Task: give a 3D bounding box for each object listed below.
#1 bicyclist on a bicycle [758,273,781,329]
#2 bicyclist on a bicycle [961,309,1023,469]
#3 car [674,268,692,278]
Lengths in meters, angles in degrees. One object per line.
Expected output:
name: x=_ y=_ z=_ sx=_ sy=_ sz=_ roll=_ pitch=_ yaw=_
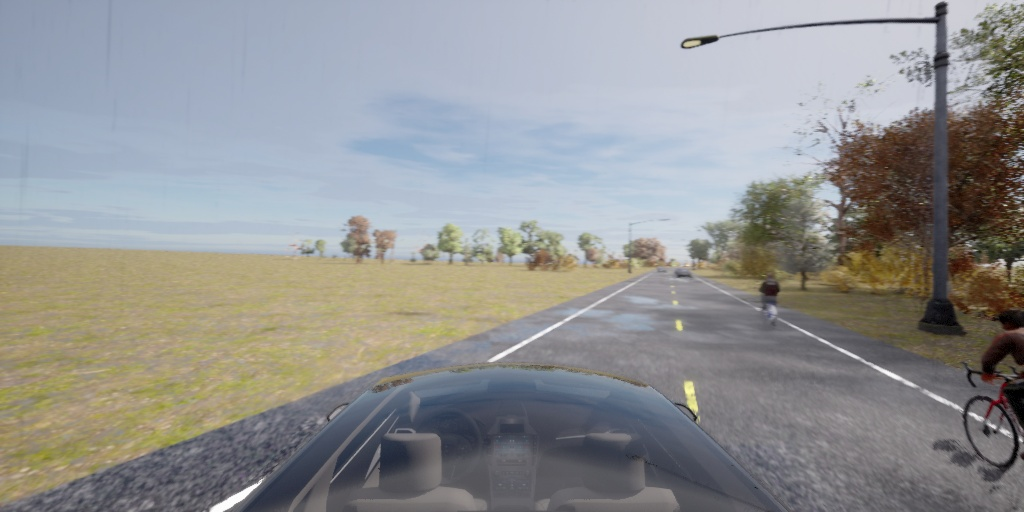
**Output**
bicyclist on a bicycle: x=8.468 y=1.441 z=11.854 sx=0.659 sy=1.776 sz=1.843 roll=1 pitch=-1 yaw=24
bicyclist on a bicycle: x=4.714 y=1.324 z=3.248 sx=0.582 sy=1.620 sz=1.656 roll=1 pitch=-1 yaw=24
car: x=25.765 y=2.584 z=53.691 sx=1.994 sy=1.385 sz=4.181 roll=1 pitch=-1 yaw=24
